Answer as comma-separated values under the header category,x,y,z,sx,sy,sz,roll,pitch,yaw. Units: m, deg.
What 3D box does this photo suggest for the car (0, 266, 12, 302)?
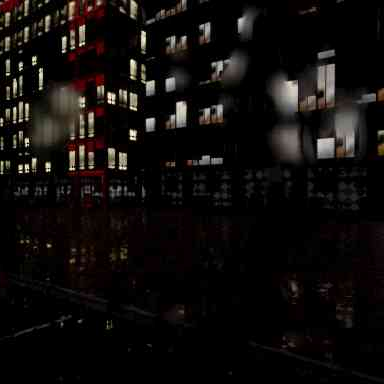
category,x,y,z,sx,sy,sz,roll,pitch,yaw
car,-5.571,1.526,6.842,4.829,1.417,1.752,0,0,36
